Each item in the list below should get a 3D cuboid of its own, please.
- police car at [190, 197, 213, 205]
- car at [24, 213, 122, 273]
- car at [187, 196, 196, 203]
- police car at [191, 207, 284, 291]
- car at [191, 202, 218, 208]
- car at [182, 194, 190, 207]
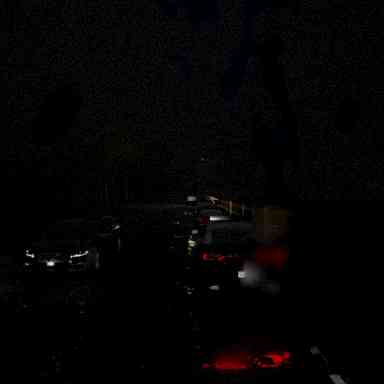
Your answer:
[{"bbox_3d":[0.995,1.437,25.180,1.930,1.638,5.238,0,0,0],"label":"police car"},{"bbox_3d":[-3.526,1.510,10.710,1.837,1.490,4.892,0,1,0],"label":"car"},{"bbox_3d":[-0.151,1.595,69.562,1.895,1.301,4.718,0,0,0],"label":"car"},{"bbox_3d":[1.030,1.432,9.167,1.930,1.638,5.238,0,0,0],"label":"police car"},{"bbox_3d":[1.008,1.537,19.065,1.812,1.442,4.674,0,0,0],"label":"car"},{"bbox_3d":[-0.049,1.503,50.928,2.128,1.511,4.902,0,0,0],"label":"car"}]
